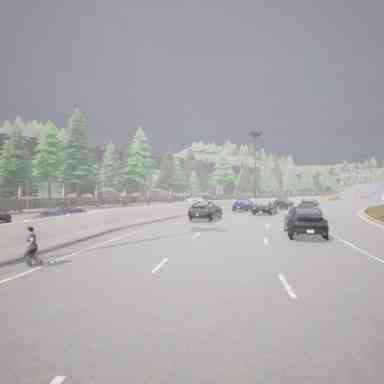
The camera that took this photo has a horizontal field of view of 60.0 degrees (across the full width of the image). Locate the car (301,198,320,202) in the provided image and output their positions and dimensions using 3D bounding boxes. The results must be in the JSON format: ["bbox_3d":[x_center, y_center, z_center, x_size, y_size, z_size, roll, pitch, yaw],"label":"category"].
[{"bbox_3d":[13.765,1.491,38.837,2.128,1.511,4.902,0,0,27],"label":"car"}]

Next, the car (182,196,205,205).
[{"bbox_3d":[0.269,1.525,57.764,1.812,1.442,4.674,0,0,33],"label":"car"}]

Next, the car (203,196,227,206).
[{"bbox_3d":[3.950,1.477,57.018,1.882,1.535,5.008,0,0,34],"label":"car"}]

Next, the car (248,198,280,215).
[{"bbox_3d":[7.328,1.601,33.439,1.895,1.301,4.718,0,0,22],"label":"car"}]

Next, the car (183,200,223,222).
[{"bbox_3d":[1.148,1.491,26.652,2.128,1.511,4.902,0,0,18],"label":"car"}]

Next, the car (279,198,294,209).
[{"bbox_3d":[11.803,1.505,42.741,1.837,1.490,4.892,0,0,29],"label":"car"}]

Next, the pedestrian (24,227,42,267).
[{"bbox_3d":[-4.712,1.574,9.872,0.375,1.300,0.375,0,0,7],"label":"pedestrian"}]

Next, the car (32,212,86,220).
[{"bbox_3d":[-7.980,1.564,20.356,1.994,1.385,4.181,0,0,13],"label":"car"}]

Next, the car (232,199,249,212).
[{"bbox_3d":[6.172,1.526,39.309,1.812,1.442,4.674,0,0,25],"label":"car"}]

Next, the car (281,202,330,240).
[{"bbox_3d":[5.841,1.505,17.278,1.837,1.490,4.892,0,0,12],"label":"car"}]
